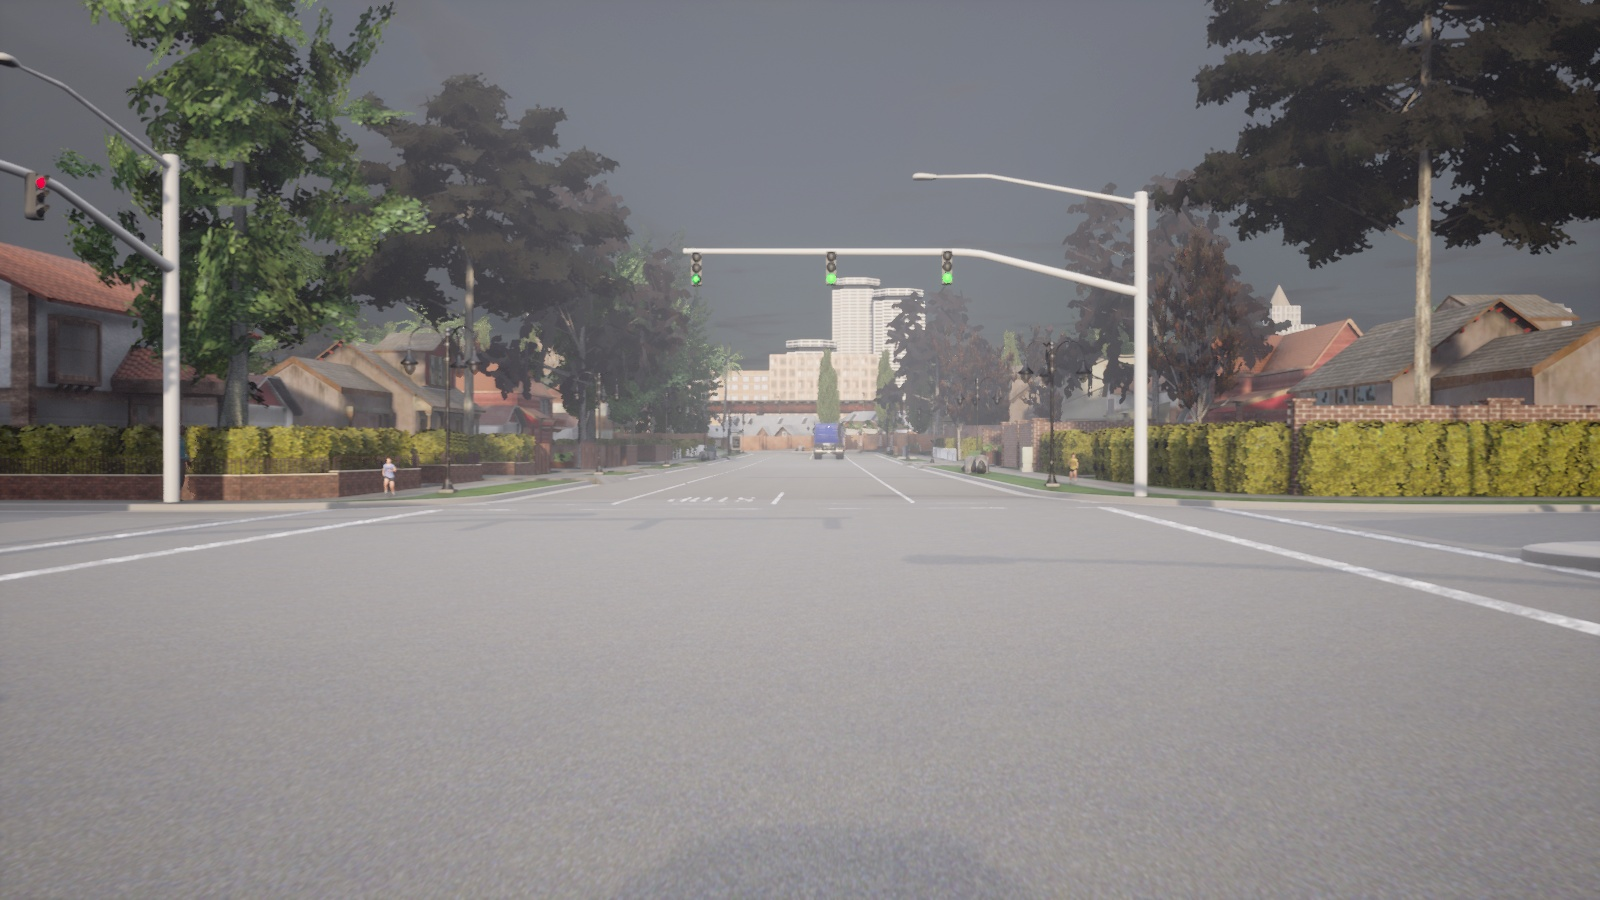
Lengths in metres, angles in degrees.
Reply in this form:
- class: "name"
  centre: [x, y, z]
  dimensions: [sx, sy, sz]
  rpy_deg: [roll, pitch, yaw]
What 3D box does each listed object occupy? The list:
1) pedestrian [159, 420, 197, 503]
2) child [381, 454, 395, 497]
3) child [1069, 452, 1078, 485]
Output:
- class: "pedestrian"
  centre: [-14.609, 0.271, 29.495]
  dimensions: [0.692, 1.930, 0.396]
  rpy_deg: [0, 0, 1]
- class: "child"
  centre: [-10.580, 0.650, 32.261]
  dimensions: [0.255, 1.110, 0.394]
  rpy_deg: [0, 0, -6]
- class: "child"
  centre: [9.269, 0.625, 42.581]
  dimensions: [0.255, 1.110, 0.394]
  rpy_deg: [0, 0, 3]
